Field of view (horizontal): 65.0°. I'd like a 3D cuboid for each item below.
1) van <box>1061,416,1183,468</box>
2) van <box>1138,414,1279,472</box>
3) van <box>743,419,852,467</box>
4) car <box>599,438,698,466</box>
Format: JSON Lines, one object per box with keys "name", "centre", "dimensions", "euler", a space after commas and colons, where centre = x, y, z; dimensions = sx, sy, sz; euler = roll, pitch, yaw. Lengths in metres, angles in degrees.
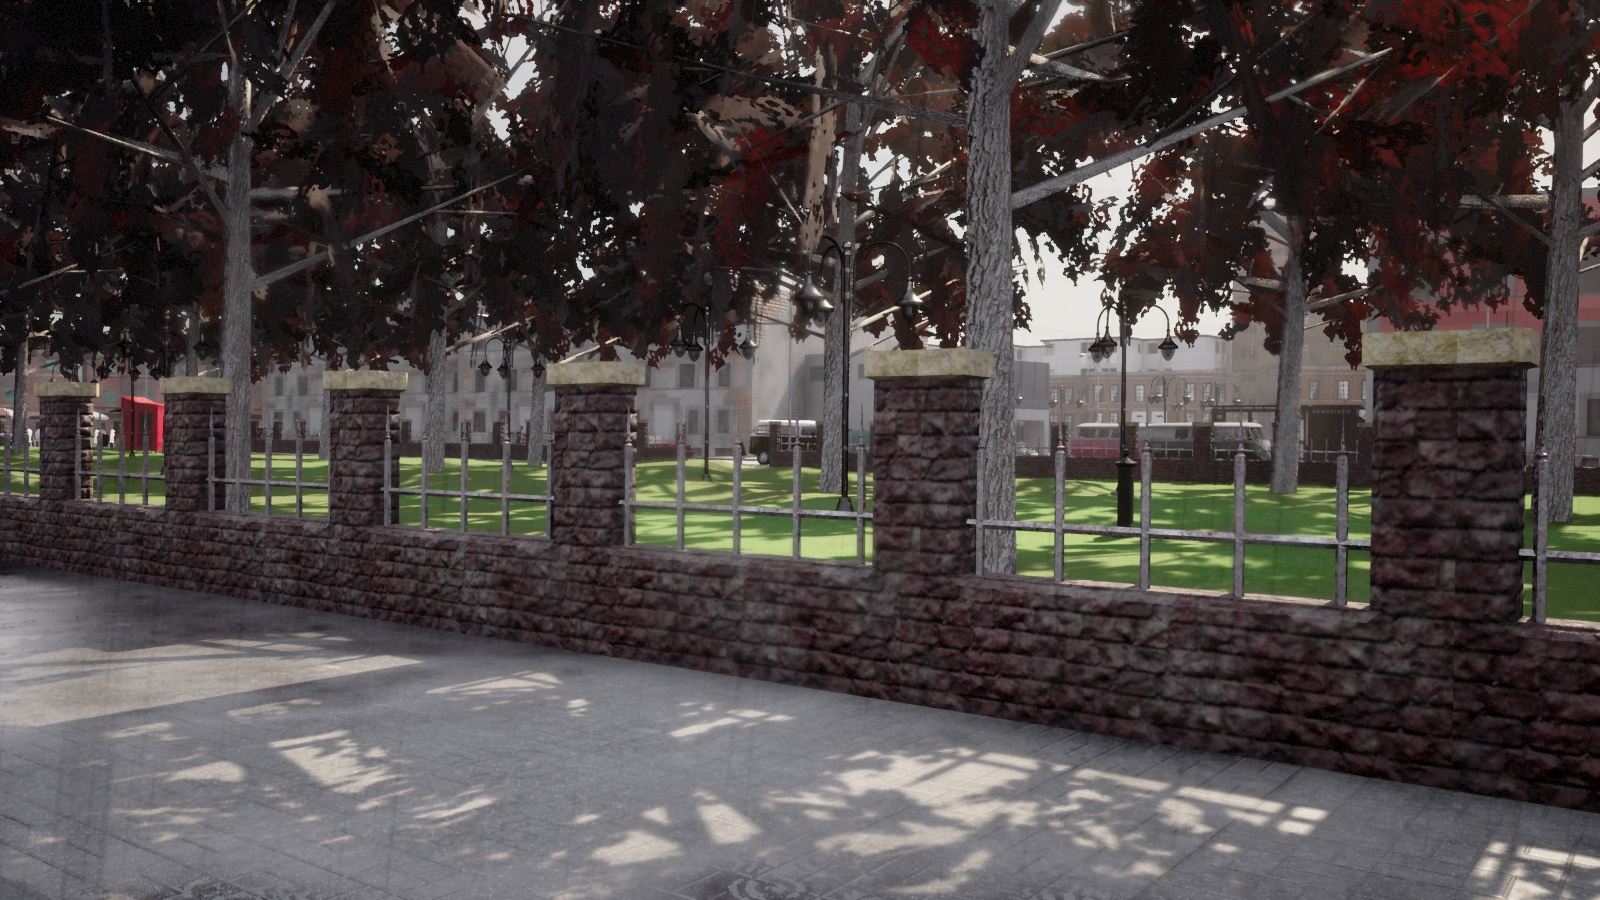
{"name": "van", "centre": [13.030, -0.328, 50.928], "dimensions": [4.442, 1.987, 1.775], "euler": [0, 1, 36]}
{"name": "van", "centre": [14.553, -0.259, 44.835], "dimensions": [4.442, 1.987, 1.775], "euler": [0, 1, 36]}
{"name": "van", "centre": [-0.136, -0.302, 55.672], "dimensions": [4.480, 2.038, 2.069], "euler": [0, 1, 37]}
{"name": "car", "centre": [-7.379, 0.068, 61.020], "dimensions": [4.718, 1.301, 1.895], "euler": [0, 1, 36]}
